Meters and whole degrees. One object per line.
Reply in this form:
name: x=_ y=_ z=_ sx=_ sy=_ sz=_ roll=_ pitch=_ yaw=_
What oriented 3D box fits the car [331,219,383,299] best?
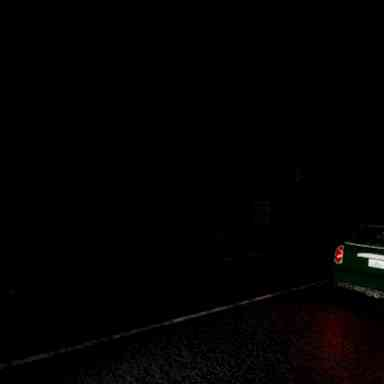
car: x=5.172 y=1.356 z=7.418 sx=4.553 sy=1.767 sz=2.097 roll=0 pitch=0 yaw=-35
